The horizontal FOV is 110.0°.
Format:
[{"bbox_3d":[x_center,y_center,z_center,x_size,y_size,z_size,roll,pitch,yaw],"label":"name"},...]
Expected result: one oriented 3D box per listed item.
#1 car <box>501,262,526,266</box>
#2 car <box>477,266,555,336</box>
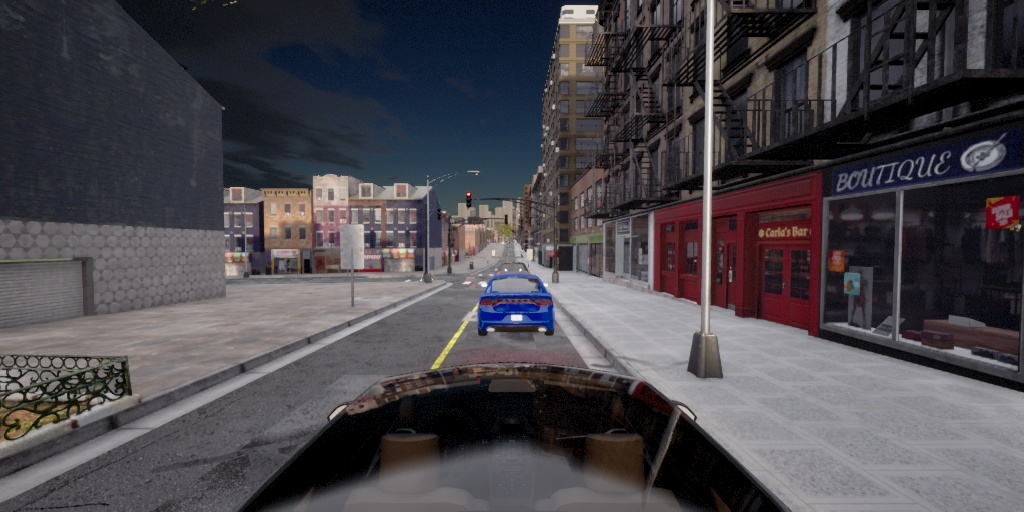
[{"bbox_3d":[0.056,1.109,20.465,2.097,1.767,4.553,0,0,0],"label":"car"},{"bbox_3d":[0.088,1.229,10.472,1.882,1.535,5.008,0,0,0],"label":"car"}]
